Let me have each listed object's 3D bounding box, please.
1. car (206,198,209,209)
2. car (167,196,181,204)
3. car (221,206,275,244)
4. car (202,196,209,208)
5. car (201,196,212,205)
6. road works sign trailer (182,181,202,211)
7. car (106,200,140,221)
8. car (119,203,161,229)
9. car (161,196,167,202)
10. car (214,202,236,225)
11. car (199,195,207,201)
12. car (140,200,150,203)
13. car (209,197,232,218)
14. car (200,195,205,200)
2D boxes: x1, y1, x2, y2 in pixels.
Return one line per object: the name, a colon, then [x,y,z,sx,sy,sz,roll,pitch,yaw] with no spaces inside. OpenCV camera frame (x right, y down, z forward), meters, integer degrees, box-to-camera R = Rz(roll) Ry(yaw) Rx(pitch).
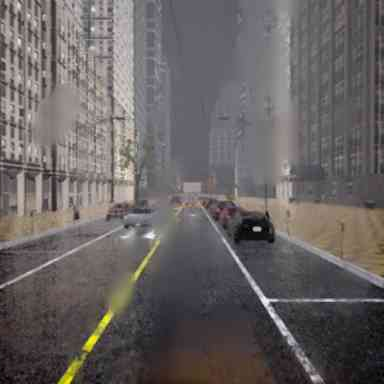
car: [2.667,1.551,32.661,1.947,1.339,4.313,-1,0,0]
car: [-3.054,1.443,62.823,1.882,1.535,5.008,0,0,1]
car: [2.675,1.559,15.733,1.947,1.339,4.313,-1,0,0]
car: [2.663,1.545,43.947,1.947,1.339,4.313,-1,0,0]
car: [2.655,1.493,61.045,1.752,1.417,4.829,-1,0,0]
road works sign trailer: [-0.017,0.445,40.209,2.380,3.560,2.880,0,0,0]
car: [-5.710,1.570,27.016,1.802,1.307,4.206,-1,0,0]
car: [-3.110,1.591,21.416,1.895,1.301,4.718,0,0,0]
car: [-5.730,1.510,72.146,2.008,1.369,4.403,-1,0,0]
car: [2.672,1.573,21.376,1.802,1.307,4.206,-1,0,0]
car: [2.645,1.495,83.446,1.887,1.381,4.507,-1,0,0]
car: [-5.716,1.548,38.298,1.947,1.339,4.313,-1,0,0]
car: [2.669,1.428,27.018,1.967,1.590,4.097,-1,0,0]
car: [2.657,1.516,55.232,1.887,1.381,4.507,-1,0,0]
